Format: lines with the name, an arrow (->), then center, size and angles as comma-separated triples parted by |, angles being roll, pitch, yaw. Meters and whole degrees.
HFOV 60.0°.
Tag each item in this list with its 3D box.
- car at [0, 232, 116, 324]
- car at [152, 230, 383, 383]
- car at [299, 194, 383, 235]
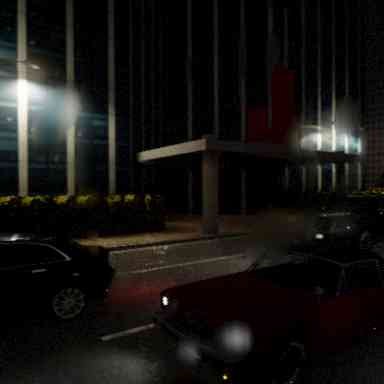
car -> -3.750, 1.506, 5.590 | 4.892, 1.490, 1.837 | 0, 0, -35
car -> 1.798, 1.567, 5.222 | 4.718, 1.301, 1.895 | -1, 0, -35
car -> 6.558, 1.122, 12.846 | 5.566, 2.045, 2.150 | -1, 0, -35
